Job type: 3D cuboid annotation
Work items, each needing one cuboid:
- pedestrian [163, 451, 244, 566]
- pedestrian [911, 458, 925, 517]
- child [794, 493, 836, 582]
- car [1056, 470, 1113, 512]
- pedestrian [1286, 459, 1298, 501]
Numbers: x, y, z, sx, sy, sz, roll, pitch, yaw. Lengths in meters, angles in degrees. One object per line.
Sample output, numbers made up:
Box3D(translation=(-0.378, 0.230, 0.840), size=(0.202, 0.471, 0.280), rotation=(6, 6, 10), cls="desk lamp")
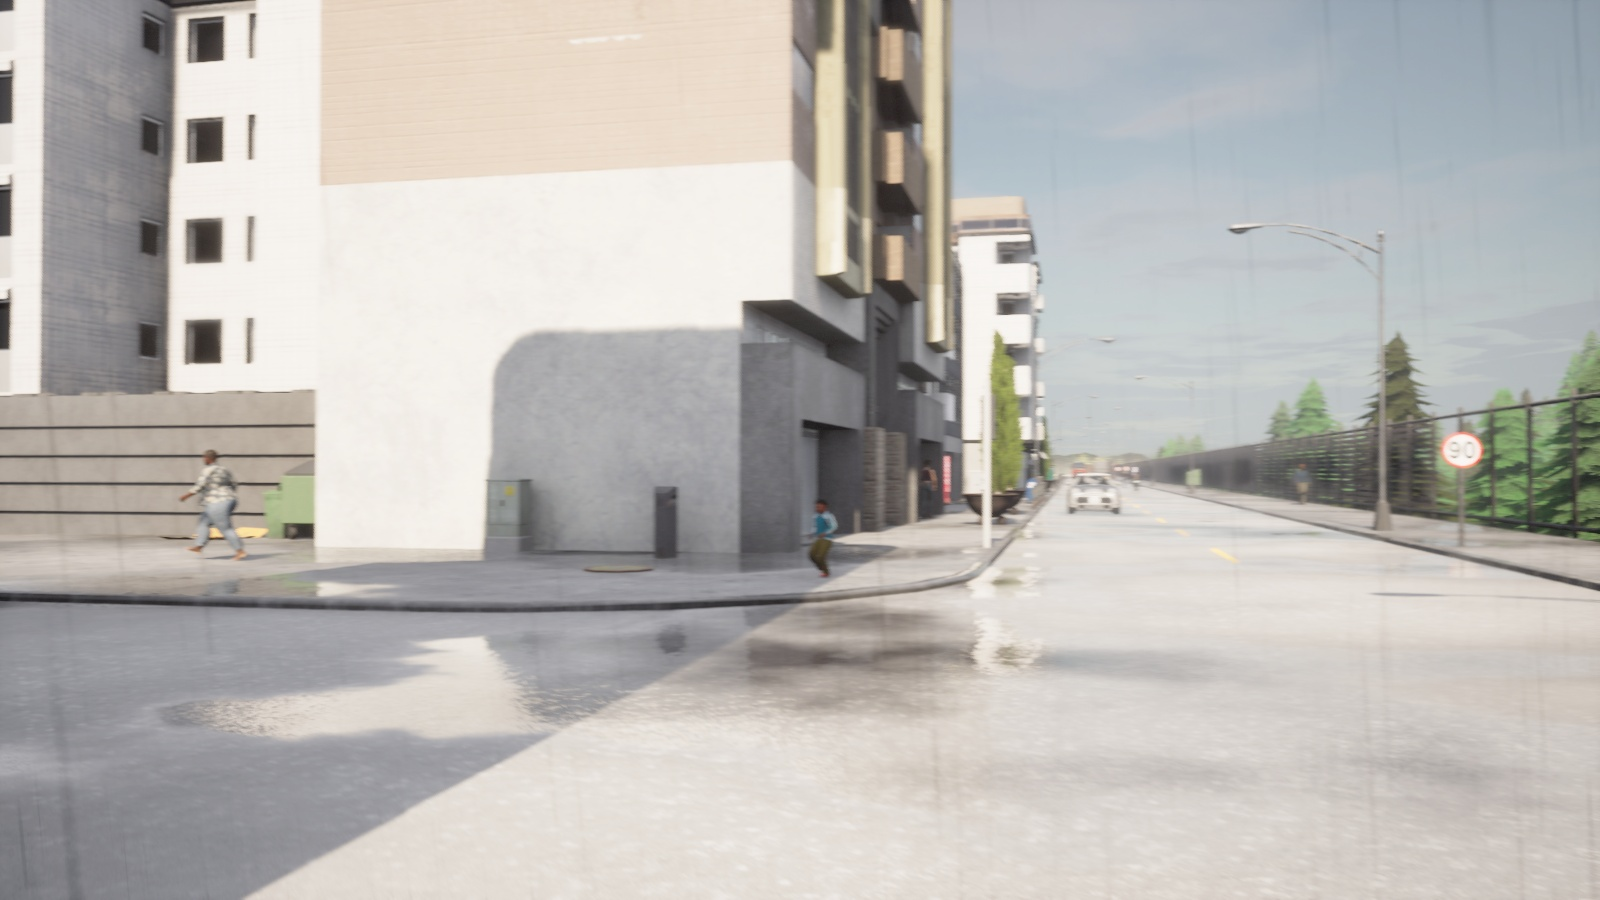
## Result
Box3D(translation=(-9.777, 0.946, 20.621), size=(0.900, 1.855, 0.874), rotation=(0, -1, 1), cls="pedestrian")
Box3D(translation=(3.680, 1.159, 39.120), size=(0.345, 1.836, 0.594), rotation=(-1, -1, 12), cls="pedestrian")
Box3D(translation=(0.205, 1.186, 17.195), size=(0.343, 1.192, 0.448), rotation=(-1, -1, 45), cls="child")
Box3D(translation=(10.579, 1.494, 46.806), size=(1.970, 1.475, 3.806), rotation=(-1, -1, 12), cls="car")
Box3D(translation=(21.471, 1.296, 54.851), size=(0.370, 1.835, 0.726), rotation=(-1, -1, 14), cls="pedestrian")
